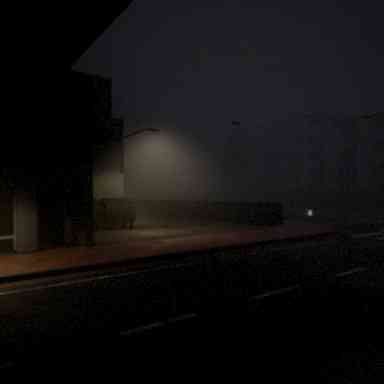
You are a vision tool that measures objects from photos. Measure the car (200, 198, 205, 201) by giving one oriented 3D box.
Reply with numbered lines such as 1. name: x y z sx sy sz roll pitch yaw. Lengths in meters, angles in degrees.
1. car: 0.253 1.332 42.963 2.128 1.511 4.902 0 0 -36

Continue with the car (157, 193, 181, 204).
1. car: -4.278 1.152 60.674 2.097 1.767 4.553 0 0 -41

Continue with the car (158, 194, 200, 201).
1. car: -1.648 1.341 39.615 1.882 1.535 5.008 0 0 -36

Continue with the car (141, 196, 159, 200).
1. car: -6.408 1.385 57.852 1.994 1.385 4.181 0 0 -40

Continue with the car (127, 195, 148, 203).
1. car: -11.031 1.374 67.290 4.181 1.385 1.994 0 0 38

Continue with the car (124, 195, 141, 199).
1. car: -11.166 1.392 58.116 4.892 1.490 1.837 0 0 45

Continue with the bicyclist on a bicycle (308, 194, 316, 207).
1. bicyclist on a bicycle: 14.962 1.072 41.302 1.656 1.620 0.582 -1 0 -36
